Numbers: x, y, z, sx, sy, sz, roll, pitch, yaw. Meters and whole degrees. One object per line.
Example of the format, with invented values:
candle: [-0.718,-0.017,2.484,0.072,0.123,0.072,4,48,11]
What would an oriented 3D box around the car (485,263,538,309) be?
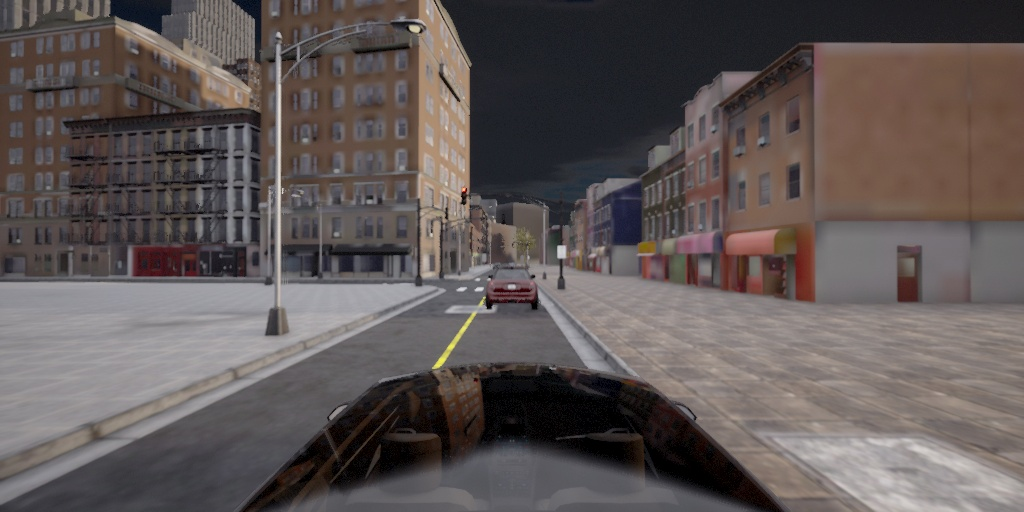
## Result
car: [0.000,1.236,15.928,2.097,1.767,4.553,0,-1,0]
